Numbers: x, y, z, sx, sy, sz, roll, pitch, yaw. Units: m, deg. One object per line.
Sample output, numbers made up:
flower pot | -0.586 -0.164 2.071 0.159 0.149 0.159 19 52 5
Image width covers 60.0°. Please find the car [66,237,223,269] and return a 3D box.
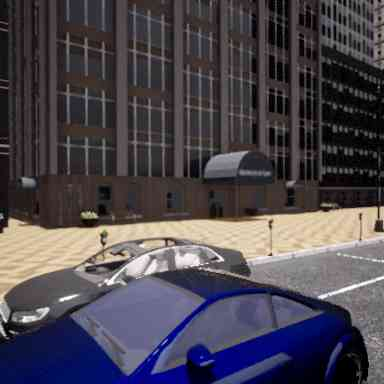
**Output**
car | -0.882 1.542 5.931 4.403 1.369 2.008 0 0 -35

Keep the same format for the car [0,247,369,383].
car | -0.112 1.558 3.296 4.181 1.385 1.994 0 0 -35
